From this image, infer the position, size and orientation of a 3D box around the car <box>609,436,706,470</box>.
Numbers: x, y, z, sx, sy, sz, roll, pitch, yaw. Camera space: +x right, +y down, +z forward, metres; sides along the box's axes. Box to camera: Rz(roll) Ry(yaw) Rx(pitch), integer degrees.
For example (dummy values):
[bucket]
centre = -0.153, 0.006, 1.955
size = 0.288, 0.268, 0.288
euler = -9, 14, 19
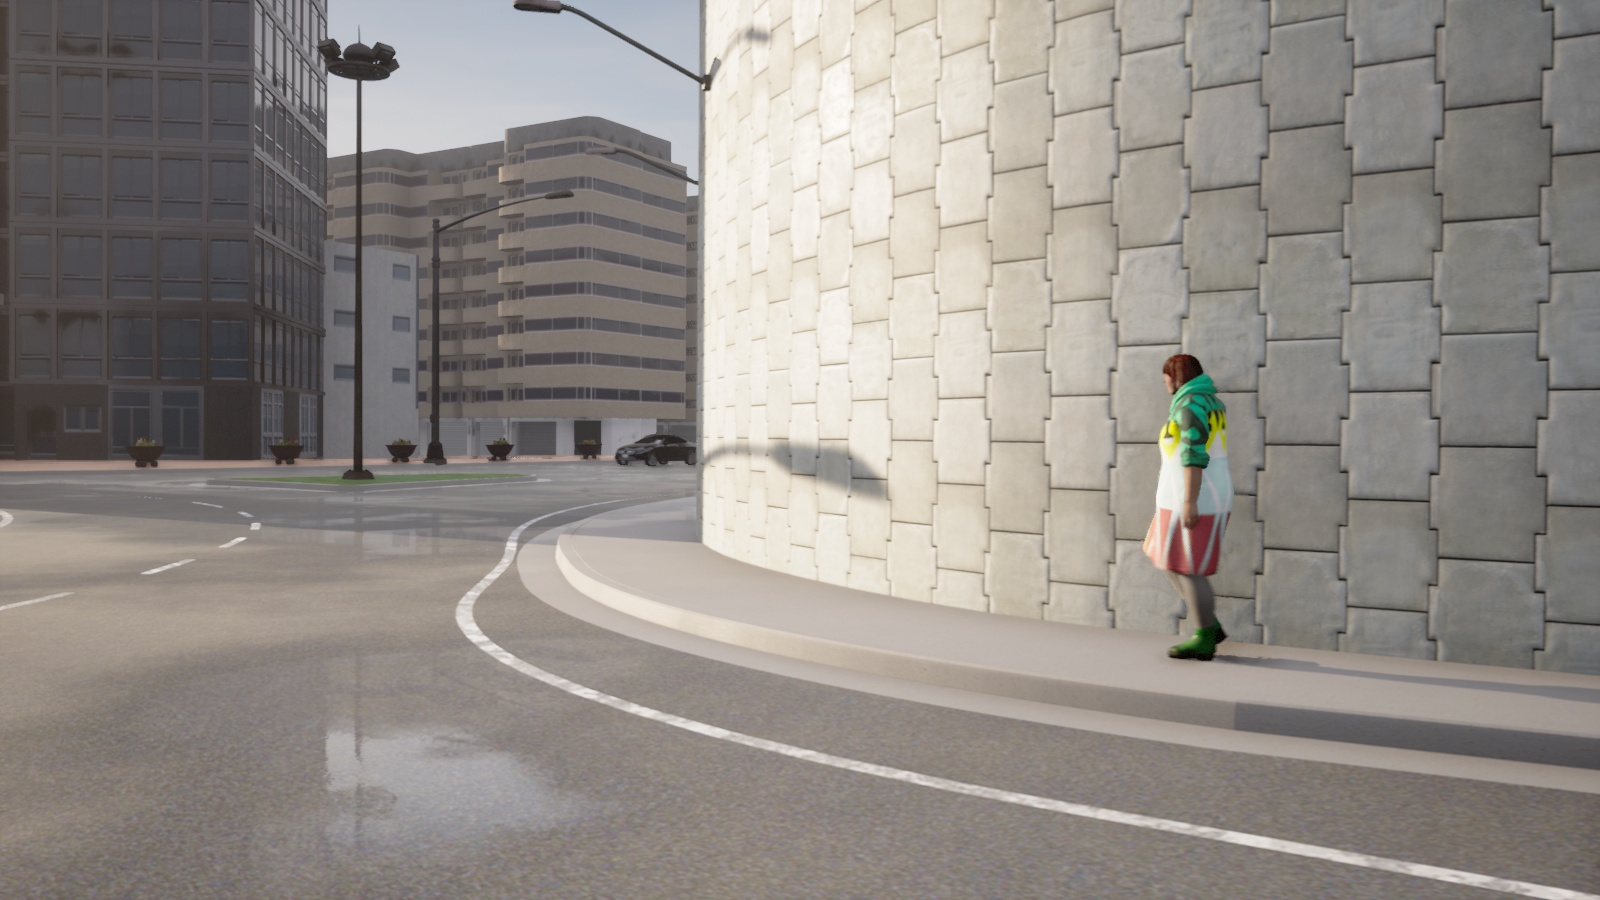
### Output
[car]
centre = -6.446, 0.116, 57.184
size = 1.812, 1.442, 4.674
euler = 0, 1, 33

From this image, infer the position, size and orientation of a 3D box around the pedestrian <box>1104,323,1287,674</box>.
[pedestrian]
centre = 2.369, 0.267, 7.509
size = 0.873, 1.952, 0.659
euler = 0, 1, 35
